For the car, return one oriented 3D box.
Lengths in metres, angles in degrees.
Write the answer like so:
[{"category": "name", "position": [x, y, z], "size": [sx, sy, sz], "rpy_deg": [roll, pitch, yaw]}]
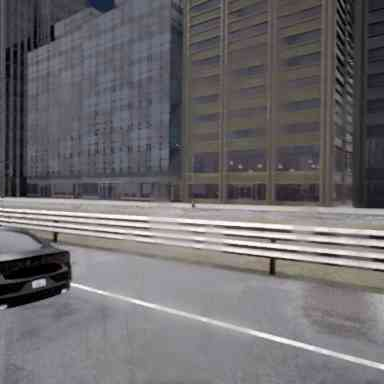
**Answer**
[{"category": "car", "position": [-4.745, 1.483, 7.372], "size": [5.008, 1.535, 1.882], "rpy_deg": [0, 0, 35]}]
